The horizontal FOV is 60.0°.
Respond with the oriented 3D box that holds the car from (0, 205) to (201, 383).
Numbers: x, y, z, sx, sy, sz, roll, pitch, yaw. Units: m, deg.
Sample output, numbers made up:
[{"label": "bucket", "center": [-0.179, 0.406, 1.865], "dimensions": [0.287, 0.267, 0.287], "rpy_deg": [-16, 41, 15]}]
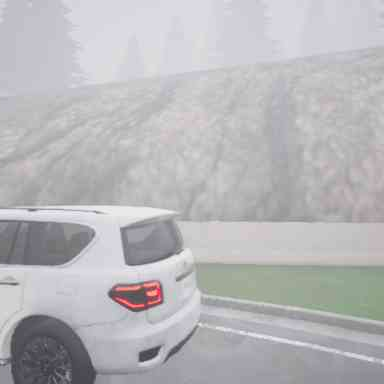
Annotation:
[{"label": "car", "center": [-2.634, 1.218, 4.817], "dimensions": [5.566, 2.045, 2.150], "rpy_deg": [0, -1, 17]}]
